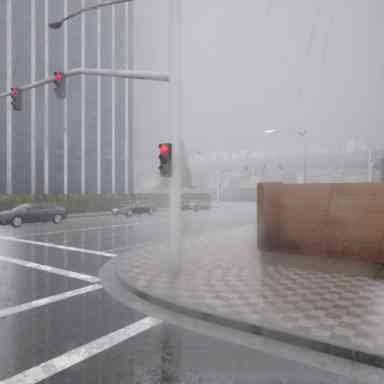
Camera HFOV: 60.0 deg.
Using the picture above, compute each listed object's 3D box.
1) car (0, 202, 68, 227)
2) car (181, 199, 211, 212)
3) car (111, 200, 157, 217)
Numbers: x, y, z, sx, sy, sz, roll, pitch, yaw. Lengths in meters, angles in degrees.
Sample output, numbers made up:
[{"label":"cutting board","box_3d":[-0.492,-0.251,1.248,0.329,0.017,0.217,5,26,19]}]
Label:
[{"label":"car","box_3d":[-11.024,1.505,22.952,1.837,1.490,4.892,0,0,35]},{"label":"car","box_3d":[0.465,1.564,39.084,1.994,1.385,4.181,0,0,35]},{"label":"car","box_3d":[-5.313,1.492,30.980,2.128,1.511,4.902,0,0,35]}]
